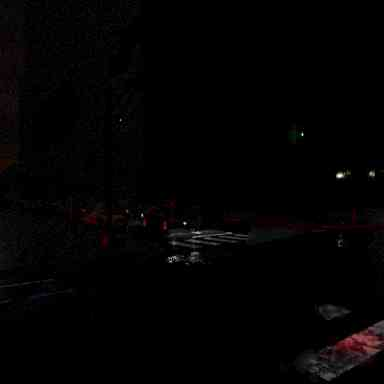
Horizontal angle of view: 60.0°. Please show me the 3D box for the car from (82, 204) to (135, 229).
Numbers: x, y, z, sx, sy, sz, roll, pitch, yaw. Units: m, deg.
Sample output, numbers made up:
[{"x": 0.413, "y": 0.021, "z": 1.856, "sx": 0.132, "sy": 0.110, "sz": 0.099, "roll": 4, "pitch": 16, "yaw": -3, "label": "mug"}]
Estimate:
[{"x": -6.248, "y": 1.842, "z": 24.404, "sx": 1.752, "sy": 1.417, "sz": 4.829, "roll": -1, "pitch": 0, "yaw": -35, "label": "car"}]

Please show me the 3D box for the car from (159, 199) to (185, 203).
[{"x": -2.337, "y": 1.667, "z": 33.624, "sx": 2.192, "sy": 1.841, "sz": 5.009, "roll": -1, "pitch": 0, "yaw": -35, "label": "car"}]

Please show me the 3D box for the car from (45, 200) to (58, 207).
[{"x": -31.710, "y": 2.593, "z": 74.949, "sx": 1.947, "sy": 1.339, "sz": 4.313, "roll": -1, "pitch": 0, "yaw": -35, "label": "car"}]

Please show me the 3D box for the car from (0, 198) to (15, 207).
[{"x": -41.269, "y": 2.665, "z": 73.681, "sx": 1.887, "sy": 1.381, "sz": 4.507, "roll": -1, "pitch": 0, "yaw": -35, "label": "car"}]

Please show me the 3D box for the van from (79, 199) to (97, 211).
[{"x": -17.047, "y": 2.035, "z": 54.374, "sx": 1.690, "sy": 1.788, "sz": 3.998, "roll": -1, "pitch": 0, "yaw": -35, "label": "van"}]

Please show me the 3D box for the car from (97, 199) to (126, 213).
[{"x": -11.163, "y": 1.873, "z": 46.074, "sx": 2.192, "sy": 1.841, "sz": 5.009, "roll": -1, "pitch": 0, "yaw": -35, "label": "car"}]

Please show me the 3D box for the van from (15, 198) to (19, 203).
[{"x": -26.163, "y": 2.121, "z": 52.420, "sx": 1.690, "sy": 1.788, "sz": 3.998, "roll": -1, "pitch": 0, "yaw": -35, "label": "van"}]

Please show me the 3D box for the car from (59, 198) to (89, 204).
[{"x": -13.731, "y": 1.754, "z": 39.566, "sx": 2.150, "sy": 2.045, "sz": 5.566, "roll": 0, "pitch": -1, "yaw": -35, "label": "car"}]

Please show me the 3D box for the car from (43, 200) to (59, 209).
[{"x": -26.975, "y": 2.388, "z": 63.706, "sx": 1.837, "sy": 1.490, "sz": 4.892, "roll": 0, "pitch": -1, "yaw": -35, "label": "car"}]

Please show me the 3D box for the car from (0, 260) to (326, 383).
[{"x": -0.740, "y": 1.547, "z": 3.503, "sx": 5.357, "sy": 1.411, "sz": 2.033, "roll": 0, "pitch": 0, "yaw": -38, "label": "car"}]

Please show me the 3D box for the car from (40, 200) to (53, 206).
[{"x": -34.724, "y": 2.658, "z": 79.190, "sx": 1.947, "sy": 1.339, "sz": 4.313, "roll": -1, "pitch": 0, "yaw": -35, "label": "car"}]

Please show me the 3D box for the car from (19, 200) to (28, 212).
[{"x": -23.330, "y": 2.155, "z": 48.437, "sx": 1.967, "sy": 1.590, "sz": 4.097, "roll": -1, "pitch": 0, "yaw": -35, "label": "car"}]

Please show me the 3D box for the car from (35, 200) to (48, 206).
[{"x": -37.738, "y": 2.708, "z": 83.430, "sx": 2.008, "sy": 1.369, "sz": 4.403, "roll": -1, "pitch": 0, "yaw": -35, "label": "car"}]

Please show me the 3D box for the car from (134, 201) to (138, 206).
[{"x": -5.273, "y": 2.003, "z": 37.774, "sx": 1.802, "sy": 1.307, "sz": 4.206, "roll": -1, "pitch": 0, "yaw": -35, "label": "car"}]

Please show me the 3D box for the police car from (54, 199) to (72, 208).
[{"x": -25.434, "y": 2.305, "z": 65.449, "sx": 1.930, "sy": 1.638, "sz": 5.238, "roll": 0, "pitch": -1, "yaw": -35, "label": "police car"}]

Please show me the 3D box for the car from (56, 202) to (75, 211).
[{"x": -21.241, "y": 2.353, "z": 55.646, "sx": 1.895, "sy": 1.301, "sz": 4.718, "roll": 0, "pitch": -1, "yaw": -35, "label": "car"}]

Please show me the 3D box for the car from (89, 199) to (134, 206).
[{"x": -7.575, "y": 1.740, "z": 30.889, "sx": 2.097, "sy": 1.767, "sz": 4.553, "roll": 0, "pitch": -1, "yaw": -35, "label": "car"}]

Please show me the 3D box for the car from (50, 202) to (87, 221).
[{"x": -12.007, "y": 2.003, "z": 32.507, "sx": 2.008, "sy": 1.369, "sz": 4.403, "roll": -1, "pitch": 0, "yaw": -35, "label": "car"}]

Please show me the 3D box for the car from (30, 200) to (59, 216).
[{"x": -17.673, "y": 1.899, "z": 40.473, "sx": 2.192, "sy": 1.841, "sz": 5.009, "roll": -1, "pitch": 0, "yaw": -35, "label": "car"}]

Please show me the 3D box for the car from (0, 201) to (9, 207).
[{"x": -44.382, "y": 2.769, "z": 78.064, "sx": 1.802, "sy": 1.307, "sz": 4.206, "roll": -1, "pitch": 0, "yaw": -35, "label": "car"}]

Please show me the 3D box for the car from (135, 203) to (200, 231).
[{"x": -1.819, "y": 1.758, "z": 22.826, "sx": 1.837, "sy": 1.490, "sz": 4.892, "roll": 0, "pitch": -1, "yaw": -35, "label": "car"}]

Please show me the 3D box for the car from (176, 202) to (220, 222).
[{"x": 0.611, "y": 1.827, "z": 29.474, "sx": 1.887, "sy": 1.381, "sz": 4.507, "roll": -1, "pitch": 0, "yaw": -35, "label": "car"}]

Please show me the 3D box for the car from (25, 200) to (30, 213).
[{"x": -20.498, "y": 2.195, "z": 44.455, "sx": 1.887, "sy": 1.381, "sz": 4.507, "roll": -1, "pitch": 0, "yaw": -35, "label": "car"}]
